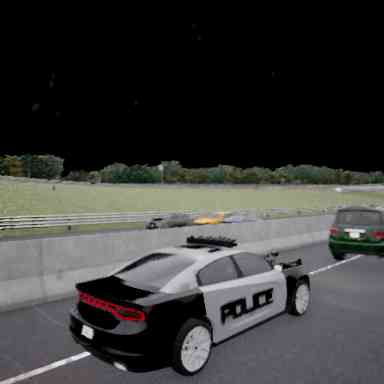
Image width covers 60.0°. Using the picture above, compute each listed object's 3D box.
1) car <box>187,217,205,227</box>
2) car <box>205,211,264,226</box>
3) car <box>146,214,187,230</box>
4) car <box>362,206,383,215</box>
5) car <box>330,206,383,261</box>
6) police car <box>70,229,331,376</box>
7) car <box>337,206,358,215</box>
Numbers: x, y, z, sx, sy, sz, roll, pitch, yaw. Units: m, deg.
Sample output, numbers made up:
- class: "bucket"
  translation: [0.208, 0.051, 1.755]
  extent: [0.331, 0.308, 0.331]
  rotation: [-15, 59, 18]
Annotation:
- class: "car"
  translation: [2.256, 2.338, 26.670]
  extent: [1.882, 1.535, 5.008]
  rotation: [-2, -3, 44]
- class: "car"
  translation: [3.305, 2.248, 22.725]
  extent: [1.812, 1.442, 4.674]
  rotation: [-2, -3, 44]
- class: "car"
  translation: [-1.727, 2.485, 27.585]
  extent: [1.994, 1.385, 4.181]
  rotation: [-2, -3, 44]
- class: "car"
  translation: [30.734, 3.088, 56.185]
  extent: [2.128, 1.511, 4.902]
  rotation: [-2, -2, 44]
- class: "car"
  translation: [7.394, 1.602, 13.240]
  extent: [2.150, 2.045, 5.566]
  rotation: [-2, -3, 44]
- class: "police car"
  translation: [0.471, 1.627, 6.120]
  extent: [1.930, 1.638, 5.238]
  rotation: [-2, -3, 44]
- class: "car"
  translation: [26.843, 3.188, 57.171]
  extent: [1.812, 1.442, 4.674]
  rotation: [-2, -2, 44]
